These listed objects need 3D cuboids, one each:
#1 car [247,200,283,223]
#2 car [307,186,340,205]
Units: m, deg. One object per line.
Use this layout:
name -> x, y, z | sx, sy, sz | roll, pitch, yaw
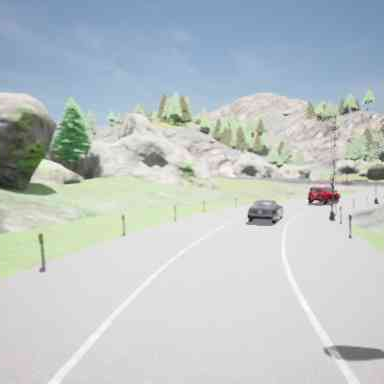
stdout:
car -> 5.116, 1.245, 22.934 | 2.033, 1.411, 5.357 | 2, 2, 21
car -> 15.794, 0.353, 39.780 | 2.150, 2.045, 5.566 | 4, 4, 43
